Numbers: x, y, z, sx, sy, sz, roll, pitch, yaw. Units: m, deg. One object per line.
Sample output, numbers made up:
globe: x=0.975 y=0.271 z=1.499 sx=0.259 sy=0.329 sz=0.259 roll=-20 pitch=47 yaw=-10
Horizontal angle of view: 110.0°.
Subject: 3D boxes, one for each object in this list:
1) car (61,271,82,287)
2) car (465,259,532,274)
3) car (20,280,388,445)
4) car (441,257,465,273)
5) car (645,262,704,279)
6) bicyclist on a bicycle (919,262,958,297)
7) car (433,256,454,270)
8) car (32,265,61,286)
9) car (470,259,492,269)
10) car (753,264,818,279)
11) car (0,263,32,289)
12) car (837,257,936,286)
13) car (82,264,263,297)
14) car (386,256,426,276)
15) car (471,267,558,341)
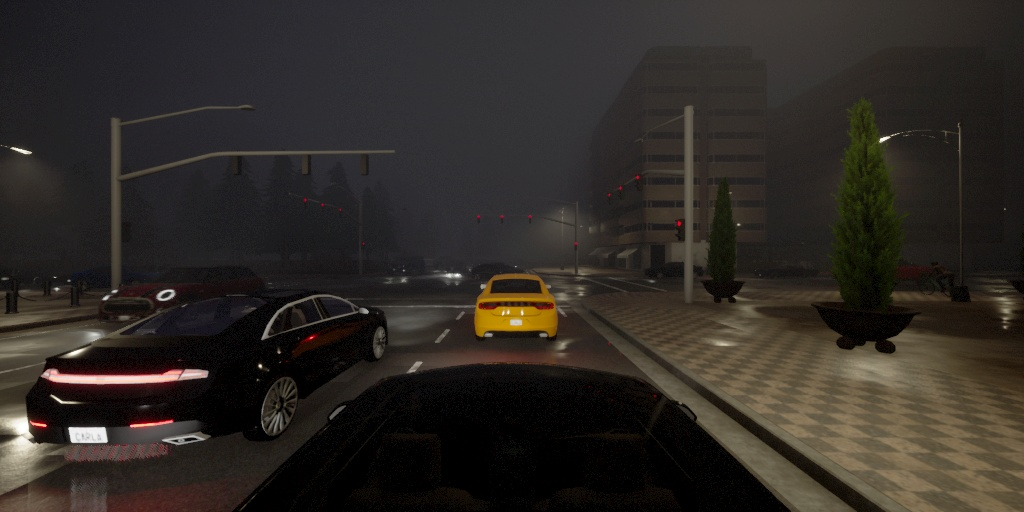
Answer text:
car: x=-23.438 y=1.283 z=21.699 sx=5.008 sy=1.535 sz=1.882 roll=0 pitch=0 yaw=0
car: x=-1.161 y=1.273 z=28.540 sx=4.892 sy=1.490 sz=1.837 roll=0 pitch=2 yaw=38
car: x=-3.424 y=1.241 z=5.339 sx=2.128 sy=1.511 sz=4.902 roll=0 pitch=0 yaw=0
car: x=-6.842 y=1.240 z=43.898 sx=2.128 sy=1.511 sz=4.902 roll=0 pitch=0 yaw=2
car: x=14.639 y=1.282 z=32.510 sx=5.008 sy=1.535 sz=1.882 roll=0 pitch=0 yaw=0
bicyclist on a bicycle: x=20.283 y=1.106 z=17.043 sx=0.582 sy=1.620 sz=1.656 roll=0 pitch=0 yaw=0
car: x=-9.837 y=0.969 z=53.067 sx=2.150 sy=2.045 sz=5.566 roll=0 pitch=0 yaw=6
car: x=-33.765 y=1.352 z=25.168 sx=5.357 sy=1.411 sz=2.033 roll=0 pitch=0 yaw=0
car: x=-5.084 y=1.226 z=59.584 sx=1.882 sy=1.535 sz=5.008 roll=0 pitch=0 yaw=17
car: x=24.715 y=1.405 z=32.539 sx=4.718 sy=1.301 sz=1.895 roll=0 pitch=0 yaw=0
car: x=-33.373 y=1.026 z=21.671 sx=5.566 sy=2.045 sz=2.150 roll=0 pitch=0 yaw=0
car: x=26.328 y=1.026 z=25.354 sx=5.566 sy=2.045 sz=2.150 roll=0 pitch=0 yaw=-1
car: x=-10.574 y=1.102 z=12.024 sx=2.097 sy=1.767 sz=4.553 roll=0 pitch=0 yaw=0
car: x=-11.005 y=0.980 z=37.831 sx=2.150 sy=2.045 sz=5.566 roll=1 pitch=0 yaw=11
car: x=0.104 y=1.227 z=9.922 sx=1.882 sy=1.535 sz=5.008 roll=0 pitch=0 yaw=0
